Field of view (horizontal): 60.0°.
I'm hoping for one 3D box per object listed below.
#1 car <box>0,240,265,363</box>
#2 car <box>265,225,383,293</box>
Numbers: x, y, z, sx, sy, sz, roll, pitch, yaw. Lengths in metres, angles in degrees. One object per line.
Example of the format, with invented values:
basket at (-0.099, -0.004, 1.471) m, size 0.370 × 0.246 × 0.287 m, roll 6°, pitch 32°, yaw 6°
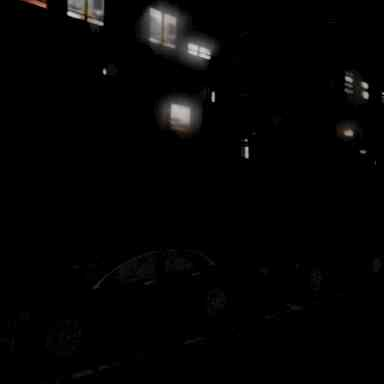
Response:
car at (-1.058, 1.575, 5.803) m, size 4.403 × 1.369 × 2.008 m, roll 1°, pitch 0°, yaw -36°
car at (3.530, 1.626, 9.076) m, size 4.507 × 1.381 × 1.887 m, roll 1°, pitch 0°, yaw -36°
